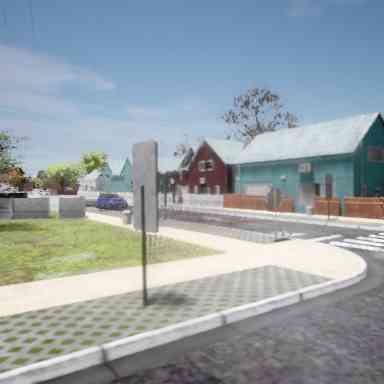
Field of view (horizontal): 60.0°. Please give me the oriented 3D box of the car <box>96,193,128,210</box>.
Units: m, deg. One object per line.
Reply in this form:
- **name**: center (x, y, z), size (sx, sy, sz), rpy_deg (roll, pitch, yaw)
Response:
- **car**: center (-8.554, 0.916, 35.458), size (2.097, 1.767, 4.553), rpy_deg (-1, 1, -35)
